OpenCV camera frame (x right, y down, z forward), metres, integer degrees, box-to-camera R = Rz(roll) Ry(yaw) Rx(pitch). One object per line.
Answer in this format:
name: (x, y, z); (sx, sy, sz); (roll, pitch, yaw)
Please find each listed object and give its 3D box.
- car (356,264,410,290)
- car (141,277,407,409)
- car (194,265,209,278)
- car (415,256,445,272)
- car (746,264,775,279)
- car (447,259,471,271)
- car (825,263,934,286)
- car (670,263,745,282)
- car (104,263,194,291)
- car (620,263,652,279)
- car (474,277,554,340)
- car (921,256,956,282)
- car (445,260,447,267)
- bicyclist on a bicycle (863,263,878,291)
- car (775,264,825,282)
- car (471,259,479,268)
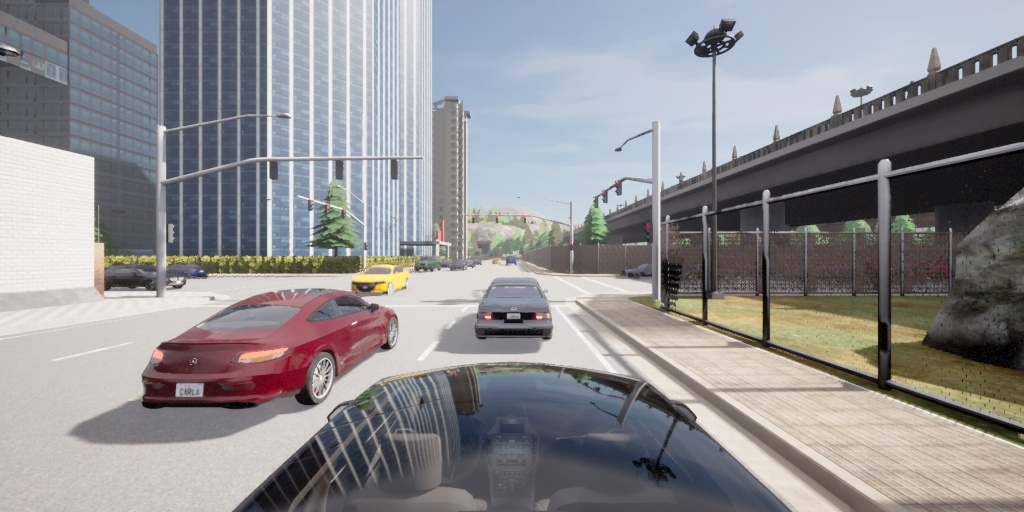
car: (-7.143, 1.252, 19.898); (1.882, 1.535, 5.008); (0, 0, 0)
car: (-3.451, 1.276, 6.154); (1.812, 1.442, 4.674); (0, 0, 0)
car: (-30.156, 1.369, 32.500); (4.181, 1.385, 1.994); (0, 0, -1)
car: (-10.660, 0.971, 46.097); (2.150, 2.045, 5.566); (0, 0, 4)
car: (22.300, 1.406, 32.659); (4.718, 1.301, 1.895); (0, 0, 0)
car: (-7.209, 1.255, 48.989); (1.837, 1.490, 4.892); (0, 0, 0)
car: (26.017, 1.353, 25.467); (5.357, 1.411, 2.033); (0, 0, 0)
car: (15.654, 1.297, 29.129); (4.902, 1.511, 2.128); (0, 0, 0)
car: (-22.591, 1.331, 21.776); (4.674, 1.442, 1.812); (0, 0, 0)
car: (12.710, 1.353, 32.616); (5.357, 1.411, 2.033); (0, 0, 0)
car: (0.076, 1.297, 9.975); (2.033, 1.411, 5.357); (0, 0, 1)
car: (35.224, 1.027, 29.207); (5.566, 2.045, 2.150); (0, 0, -1)
car: (-10.720, 1.298, 58.046); (2.033, 1.411, 5.357); (0, 0, 0)
bicyclist on a bicycle: (18.260, 1.106, 18.157); (0.582, 1.620, 1.656); (0, 0, 0)
car: (24.610, 1.331, 29.159); (4.674, 1.442, 1.812); (0, 0, 0)
car: (-7.216, 1.241, 59.035); (2.128, 1.511, 4.902); (0, 0, 0)
